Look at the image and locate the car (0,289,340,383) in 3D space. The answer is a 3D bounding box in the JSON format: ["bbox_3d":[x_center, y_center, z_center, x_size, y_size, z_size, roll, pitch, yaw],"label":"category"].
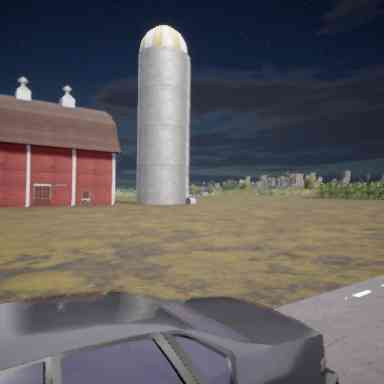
[{"bbox_3d":[-1.224,1.547,2.190,5.357,1.411,2.033,0,0,-35],"label":"car"}]
